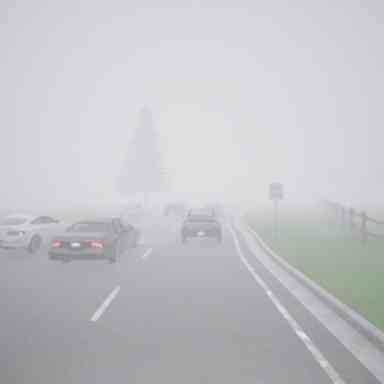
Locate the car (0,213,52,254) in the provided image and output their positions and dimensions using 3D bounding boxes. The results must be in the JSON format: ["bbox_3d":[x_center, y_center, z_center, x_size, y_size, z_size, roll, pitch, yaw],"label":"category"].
[{"bbox_3d":[-6.634,1.587,13.691,1.812,1.442,4.674,0,0,3],"label":"car"}]

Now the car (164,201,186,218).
[{"bbox_3d":[-1.381,1.648,32.108,1.837,1.490,4.892,0,0,10],"label":"car"}]

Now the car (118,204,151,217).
[{"bbox_3d":[-5.209,1.737,30.557,1.895,1.301,4.718,0,0,9],"label":"car"}]

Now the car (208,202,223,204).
[{"bbox_3d":[2.339,1.673,32.920,1.812,1.442,4.674,0,0,11],"label":"car"}]

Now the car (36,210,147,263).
[{"bbox_3d":[-3.252,1.602,12.178,2.033,1.411,5.357,0,0,3],"label":"car"}]

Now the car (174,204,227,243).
[{"bbox_3d":[0.520,1.566,16.599,2.128,1.511,4.902,0,0,3],"label":"car"}]
